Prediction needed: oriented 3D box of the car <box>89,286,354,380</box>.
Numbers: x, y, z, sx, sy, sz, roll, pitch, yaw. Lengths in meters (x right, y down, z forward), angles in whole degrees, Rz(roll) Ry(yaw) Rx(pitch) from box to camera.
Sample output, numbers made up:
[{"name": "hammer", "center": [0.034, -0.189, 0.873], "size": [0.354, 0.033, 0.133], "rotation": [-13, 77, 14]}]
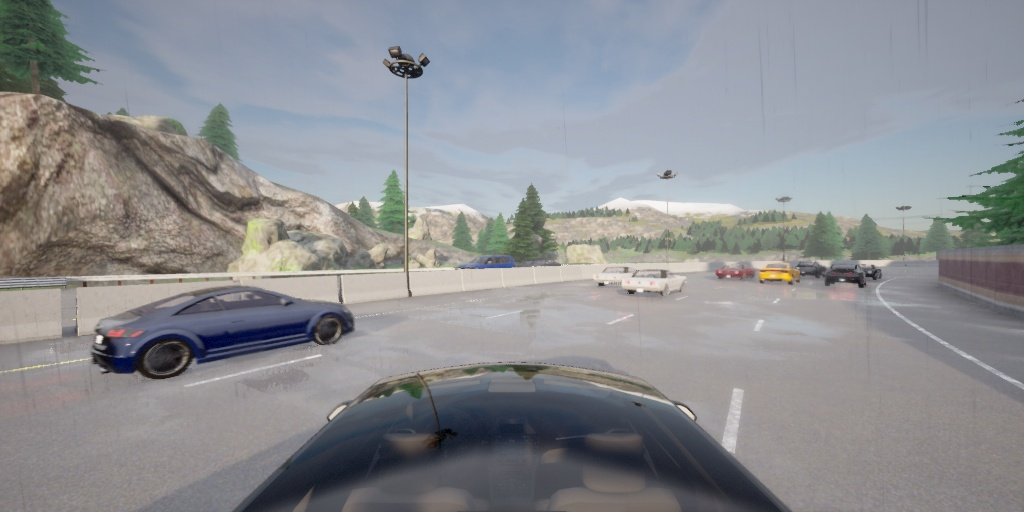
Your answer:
[{"name": "car", "center": [-5.563, 1.313, 7.462], "size": [1.994, 1.385, 4.181], "rotation": [0, 0, 34]}]

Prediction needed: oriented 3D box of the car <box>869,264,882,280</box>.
[{"name": "car", "center": [30.412, 1.351, 30.979], "size": [4.718, 1.301, 1.895], "rotation": [0, 0, -39]}]

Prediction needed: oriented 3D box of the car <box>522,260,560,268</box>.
[{"name": "car", "center": [4.045, 1.243, 45.501], "size": [4.902, 1.511, 2.128], "rotation": [0, 0, -42]}]

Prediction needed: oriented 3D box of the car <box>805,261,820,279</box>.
[{"name": "car", "center": [27.658, 1.241, 33.234], "size": [4.902, 1.511, 2.128], "rotation": [0, 0, -39]}]

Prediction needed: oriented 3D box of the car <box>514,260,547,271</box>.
[{"name": "car", "center": [2.551, 1.314, 48.865], "size": [4.181, 1.385, 1.994], "rotation": [0, 0, -42]}]

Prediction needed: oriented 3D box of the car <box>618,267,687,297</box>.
[{"name": "car", "center": [7.633, 1.351, 18.918], "size": [1.895, 1.301, 4.718], "rotation": [0, 0, 41]}]

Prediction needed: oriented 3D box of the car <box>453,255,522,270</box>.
[{"name": "car", "center": [-2.017, 0.971, 29.424], "size": [2.150, 2.045, 5.566], "rotation": [0, 0, 42]}]

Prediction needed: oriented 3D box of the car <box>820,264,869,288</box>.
[{"name": "car", "center": [22.479, 1.255, 24.139], "size": [4.892, 1.490, 1.837], "rotation": [0, 0, -43]}]

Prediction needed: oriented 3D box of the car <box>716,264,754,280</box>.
[{"name": "car", "center": [19.332, 1.351, 30.786], "size": [4.718, 1.301, 1.895], "rotation": [0, 0, -42]}]

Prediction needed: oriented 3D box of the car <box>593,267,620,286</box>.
[{"name": "car", "center": [7.336, 1.351, 23.819], "size": [1.895, 1.301, 4.718], "rotation": [0, 0, 42]}]

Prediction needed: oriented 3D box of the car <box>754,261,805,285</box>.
[{"name": "car", "center": [19.726, 1.228, 26.350], "size": [5.008, 1.535, 1.882], "rotation": [0, 0, -44]}]
